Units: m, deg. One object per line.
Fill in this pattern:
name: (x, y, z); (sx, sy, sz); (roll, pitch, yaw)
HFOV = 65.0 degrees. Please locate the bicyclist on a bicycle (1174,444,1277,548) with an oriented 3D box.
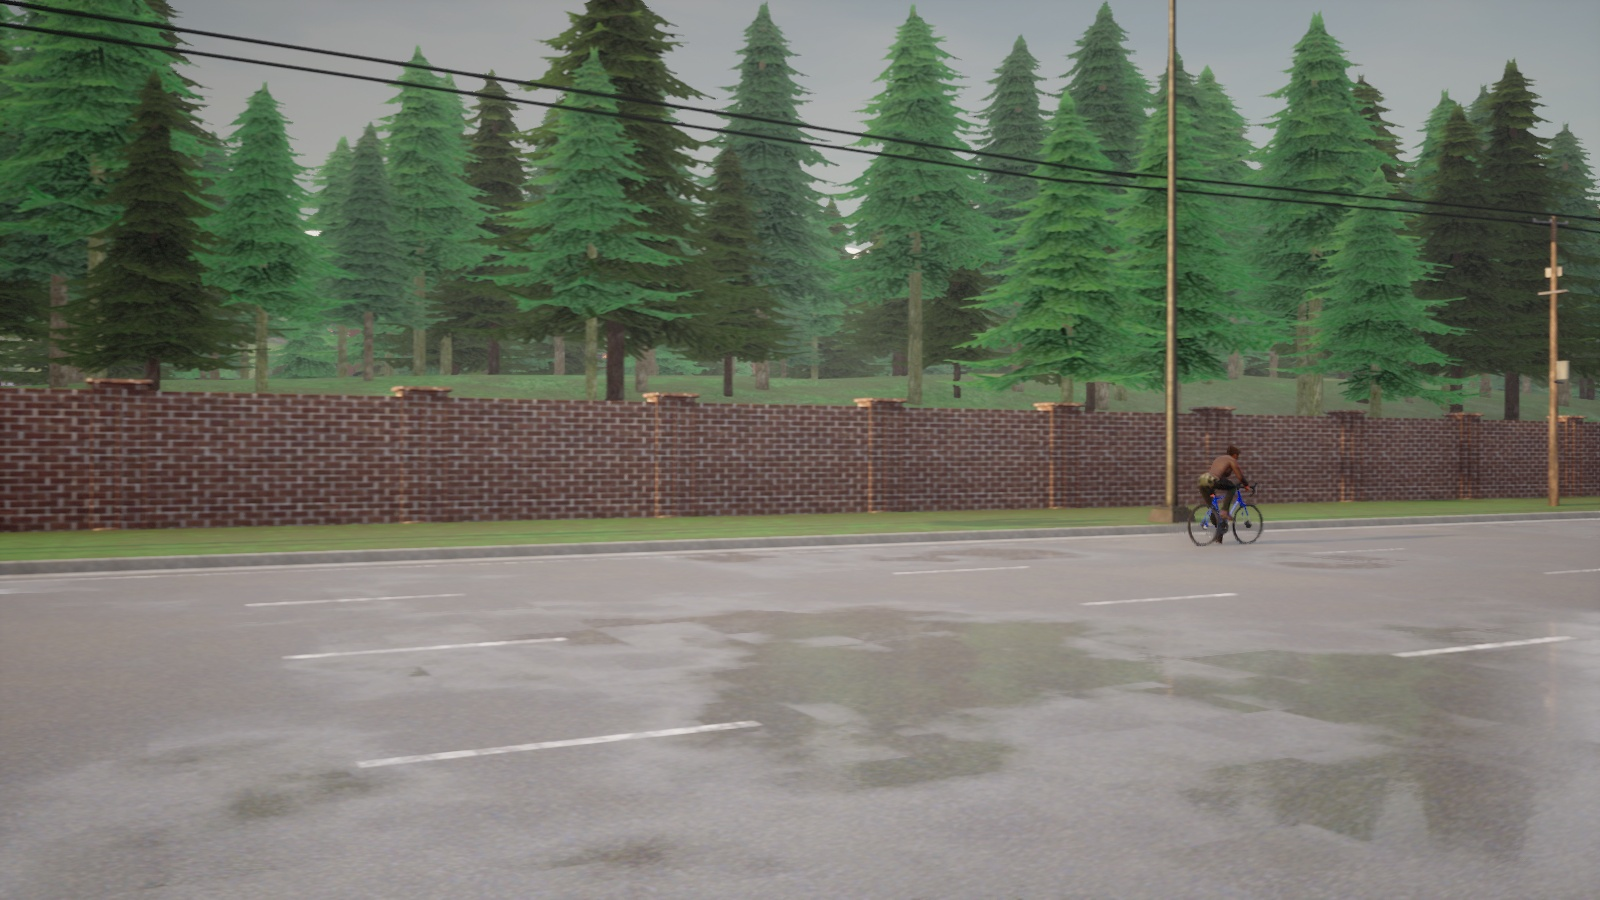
bicyclist on a bicycle: (6.905, 0.727, 20.361); (1.656, 1.620, 0.582); (0, 0, -27)
